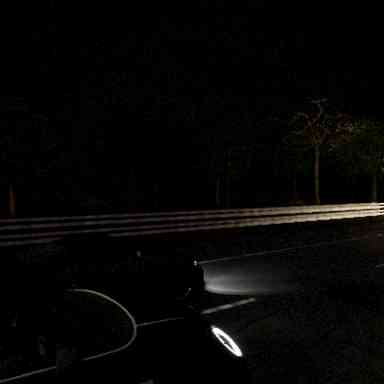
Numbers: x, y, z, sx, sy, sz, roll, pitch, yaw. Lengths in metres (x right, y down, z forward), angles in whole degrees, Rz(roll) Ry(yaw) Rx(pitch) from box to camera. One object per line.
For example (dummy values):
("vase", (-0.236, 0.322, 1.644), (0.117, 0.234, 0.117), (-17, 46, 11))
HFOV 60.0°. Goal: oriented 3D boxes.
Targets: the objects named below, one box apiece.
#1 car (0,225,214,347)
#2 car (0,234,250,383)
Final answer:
("car", (-1.798, 1.561, 6.763), (4.181, 1.385, 1.994), (0, 0, -35))
("car", (-1.669, 1.352, 2.555), (4.553, 1.767, 2.097), (0, 0, -35))
